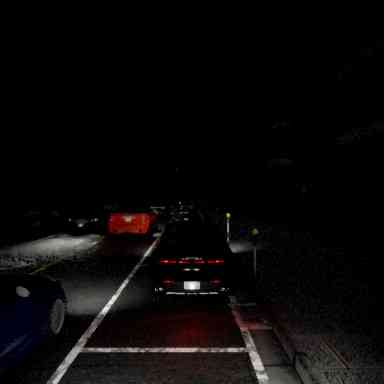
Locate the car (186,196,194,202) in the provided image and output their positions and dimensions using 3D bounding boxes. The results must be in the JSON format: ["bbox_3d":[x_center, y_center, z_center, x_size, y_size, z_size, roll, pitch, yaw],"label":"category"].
[{"bbox_3d":[-0.383,1.579,79.064,1.802,1.307,4.206,0,0,0],"label":"car"}]

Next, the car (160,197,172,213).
[{"bbox_3d":[-2.929,1.492,29.628,2.128,1.511,4.902,0,0,0],"label":"car"}]

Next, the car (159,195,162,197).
[{"bbox_3d":[-8.408,1.542,73.374,1.887,1.381,4.507,0,0,0],"label":"car"}]

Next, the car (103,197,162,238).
[{"bbox_3d":[-3.019,1.351,17.878,2.097,1.767,4.553,0,0,0],"label":"car"}]

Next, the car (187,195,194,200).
[{"bbox_3d":[-0.383,1.575,90.427,1.802,1.307,4.206,0,0,0],"label":"car"}]

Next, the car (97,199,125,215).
[{"bbox_3d":[-8.408,1.525,34.923,1.752,1.417,4.829,0,0,0],"label":"car"}]

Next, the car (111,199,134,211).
[{"bbox_3d":[-8.408,1.551,40.611,2.008,1.369,4.403,0,0,0],"label":"car"}]

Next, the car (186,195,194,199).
[{"bbox_3d":[-0.383,1.440,35.101,1.967,1.590,4.097,0,0,0],"label":"car"}]

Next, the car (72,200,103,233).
[{"bbox_3d":[-5.870,1.491,19.993,2.128,1.511,4.902,0,0,0],"label":"car"}]

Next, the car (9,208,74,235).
[{"bbox_3d":[-8.408,1.582,18.538,1.802,1.307,4.206,0,0,0],"label":"car"}]

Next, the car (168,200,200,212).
[{"bbox_3d":[-0.383,1.551,24.063,2.008,1.369,4.403,0,0,0],"label":"car"}]

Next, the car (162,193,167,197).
[{"bbox_3d":[-8.408,1.518,90.251,1.752,1.417,4.829,0,0,0],"label":"car"}]

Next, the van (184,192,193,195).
[{"bbox_3d":[-0.383,1.339,67.702,1.690,1.788,3.998,0,0,0],"label":"van"}]

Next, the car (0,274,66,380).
[{"bbox_3d":[-2.925,1.526,3.477,1.812,1.442,4.674,0,0,0],"label":"car"}]

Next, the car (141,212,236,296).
[{"bbox_3d":[0.000,1.504,8.650,1.837,1.490,4.892,0,0,0],"label":"car"}]
